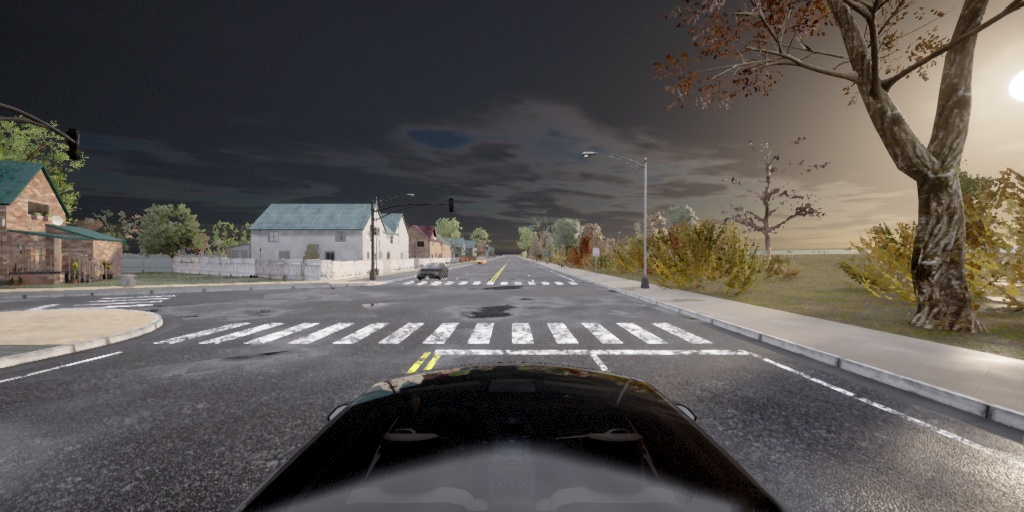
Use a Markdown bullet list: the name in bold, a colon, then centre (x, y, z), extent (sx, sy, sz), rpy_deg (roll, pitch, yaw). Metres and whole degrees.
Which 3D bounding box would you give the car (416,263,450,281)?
- **car**: centre (-6.432, 1.288, 29.914), extent (2.033, 1.411, 5.357), rpy_deg (0, 0, 0)
